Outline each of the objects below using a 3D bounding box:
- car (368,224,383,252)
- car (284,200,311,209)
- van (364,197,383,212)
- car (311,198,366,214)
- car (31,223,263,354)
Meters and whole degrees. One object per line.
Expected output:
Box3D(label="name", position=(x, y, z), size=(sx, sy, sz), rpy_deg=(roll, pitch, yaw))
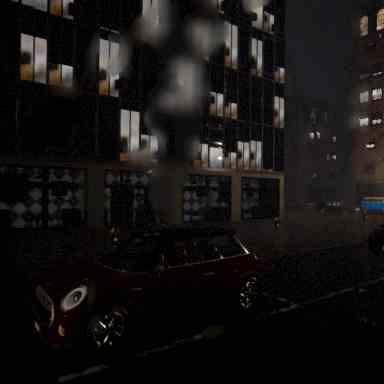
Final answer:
Box3D(label="car", position=(8.406, 1.567, 12.545), size=(4.313, 1.339, 1.947), rpy_deg=(0, 1, -35))
Box3D(label="car", position=(15.697, 1.787, 48.854), size=(1.752, 1.417, 4.829), rpy_deg=(0, -1, -35))
Box3D(label="van", position=(22.128, 1.524, 39.601), size=(1.690, 1.788, 3.998), rpy_deg=(0, -1, -35))
Box3D(label="car", position=(15.243, 1.620, 34.821), size=(2.008, 1.369, 4.403), rpy_deg=(0, -1, -35))
Box3D(label="car", position=(-0.669, 1.441, 6.068), size=(4.097, 1.590, 1.967), rpy_deg=(0, 1, -35))
